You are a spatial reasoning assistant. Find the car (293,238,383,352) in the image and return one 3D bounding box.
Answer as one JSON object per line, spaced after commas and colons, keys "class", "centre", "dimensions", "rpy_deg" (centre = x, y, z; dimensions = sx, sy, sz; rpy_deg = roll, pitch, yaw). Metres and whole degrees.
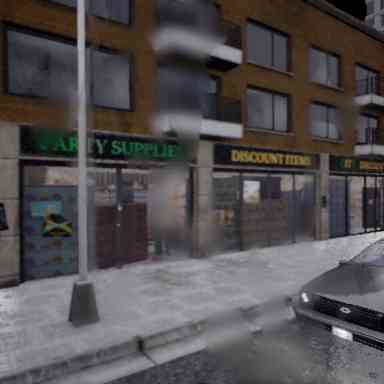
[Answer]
{"class": "car", "centre": [4.213, 1.534, 6.075], "dimensions": [5.357, 1.411, 2.033], "rpy_deg": [0, 0, -35]}
